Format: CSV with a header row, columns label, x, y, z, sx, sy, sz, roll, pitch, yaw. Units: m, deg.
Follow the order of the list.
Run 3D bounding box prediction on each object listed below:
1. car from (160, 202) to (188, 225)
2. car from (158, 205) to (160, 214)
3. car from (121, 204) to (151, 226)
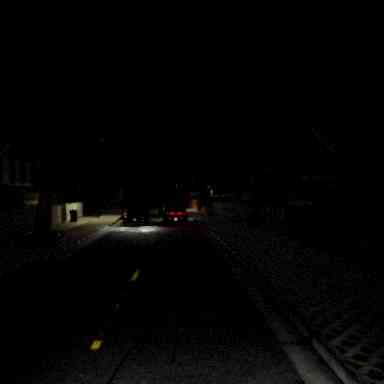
label,x,y,z,sx,sy,sz,roll,pitch,yaw
car,-1.392,1.724,26.234,1.837,1.490,4.892,0,0,-6
car,-2.924,1.890,38.568,2.033,1.411,5.357,0,-1,-9
car,-4.298,1.726,25.791,1.837,1.490,4.892,0,-1,-6
